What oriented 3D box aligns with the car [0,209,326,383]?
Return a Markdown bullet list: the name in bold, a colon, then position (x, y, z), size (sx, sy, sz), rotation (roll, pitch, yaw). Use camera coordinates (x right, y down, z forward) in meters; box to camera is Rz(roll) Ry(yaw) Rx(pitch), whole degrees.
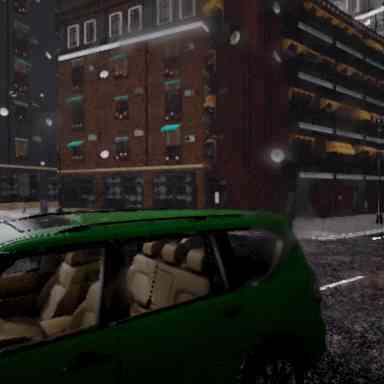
- **car**: position (-1.136, 1.223, 2.895), size (5.566, 2.045, 2.150), rotation (0, 0, -36)
